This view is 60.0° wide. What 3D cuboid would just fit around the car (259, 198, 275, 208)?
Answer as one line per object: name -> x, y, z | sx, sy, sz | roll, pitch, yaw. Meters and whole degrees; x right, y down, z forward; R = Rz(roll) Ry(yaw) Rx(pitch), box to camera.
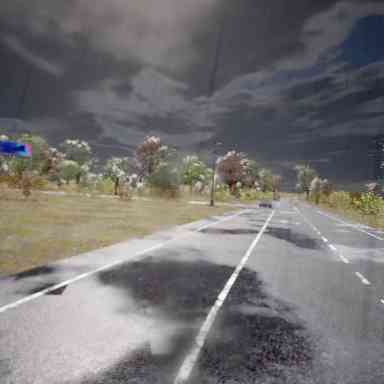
car -> 12.916, 1.859, 58.379 | 2.097, 1.767, 4.553 | 3, 0, 16
